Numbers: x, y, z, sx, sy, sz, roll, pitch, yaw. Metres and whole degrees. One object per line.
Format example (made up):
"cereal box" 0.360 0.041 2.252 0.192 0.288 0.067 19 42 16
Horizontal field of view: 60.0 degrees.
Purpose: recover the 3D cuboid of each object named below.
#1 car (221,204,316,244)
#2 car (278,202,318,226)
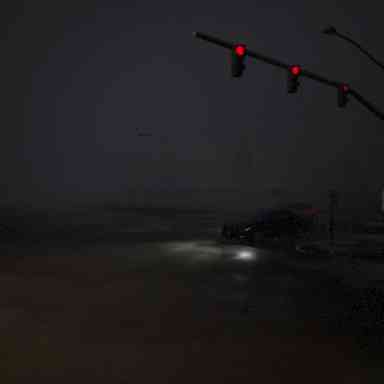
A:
"car" 3.670 1.569 16.435 5.008 1.535 1.882 1 0 -35
"car" 6.569 1.488 22.802 4.553 1.767 2.097 0 0 -35
